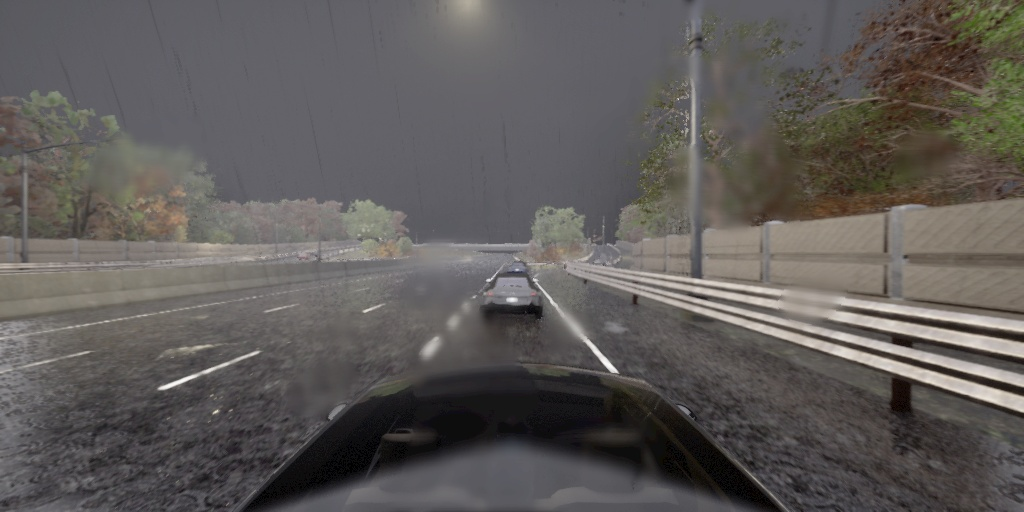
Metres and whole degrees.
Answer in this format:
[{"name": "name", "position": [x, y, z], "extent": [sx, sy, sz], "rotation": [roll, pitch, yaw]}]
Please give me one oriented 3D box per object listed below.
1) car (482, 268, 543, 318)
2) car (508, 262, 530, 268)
[{"name": "car", "position": [0.006, 1.292, 12.863], "extent": [1.994, 1.385, 4.181], "rotation": [0, 0, 0]}, {"name": "car", "position": [0.731, 1.249, 35.485], "extent": [1.994, 1.385, 4.181], "rotation": [0, 0, 7]}]
